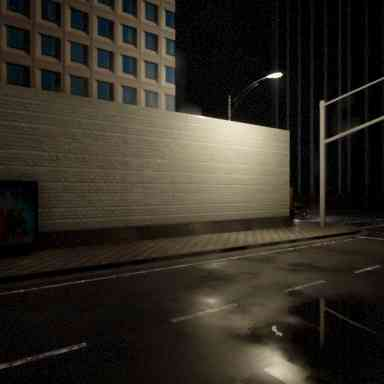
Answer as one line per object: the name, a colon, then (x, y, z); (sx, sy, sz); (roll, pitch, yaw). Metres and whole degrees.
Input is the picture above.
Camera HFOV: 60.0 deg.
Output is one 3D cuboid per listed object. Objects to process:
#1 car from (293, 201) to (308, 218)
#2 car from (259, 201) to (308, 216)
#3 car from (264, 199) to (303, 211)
car: (8.116, 1.581, 29.970); (1.812, 1.442, 4.674); (0, 0, -36)
car: (9.317, 1.656, 34.295); (1.895, 1.301, 4.718); (0, 0, -36)
car: (11.781, 1.656, 43.210); (1.895, 1.301, 4.718); (0, 0, -36)
